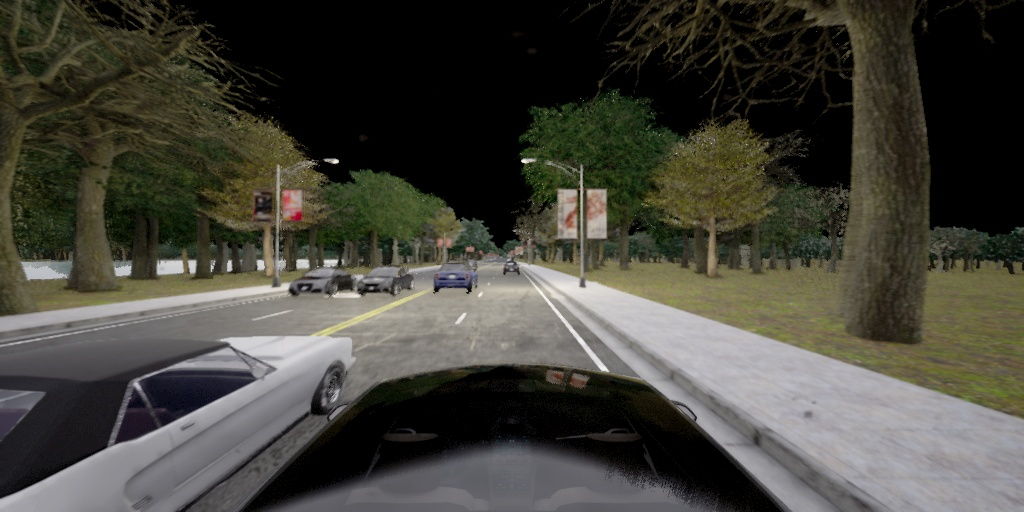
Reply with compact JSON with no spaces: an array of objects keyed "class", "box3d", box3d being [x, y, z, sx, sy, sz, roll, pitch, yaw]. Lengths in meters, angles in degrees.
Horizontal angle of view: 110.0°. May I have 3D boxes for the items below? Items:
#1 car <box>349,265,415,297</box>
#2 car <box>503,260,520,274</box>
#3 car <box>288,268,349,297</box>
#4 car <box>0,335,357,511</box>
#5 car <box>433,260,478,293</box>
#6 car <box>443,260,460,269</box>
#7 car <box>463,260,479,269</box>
[{"class":"car","box3d":[-6.630,1.278,19.307,1.837,1.490,4.892,0,0,0]},{"class":"car","box3d":[-0.054,1.361,42.005,1.812,1.442,4.674,0,0,0]},{"class":"car","box3d":[-9.879,1.337,19.072,1.994,1.385,4.181,0,0,0]},{"class":"car","box3d":[-3.151,1.352,3.013,1.895,1.301,4.718,0,0,0]},{"class":"car","box3d":[-3.187,1.128,21.133,2.097,1.767,4.553,0,0,0]},{"class":"car","box3d":[-10.100,1.459,60.568,2.033,1.411,5.357,0,0,0]},{"class":"car","box3d":[-6.861,1.402,60.387,2.128,1.511,4.902,0,0,0]}]
